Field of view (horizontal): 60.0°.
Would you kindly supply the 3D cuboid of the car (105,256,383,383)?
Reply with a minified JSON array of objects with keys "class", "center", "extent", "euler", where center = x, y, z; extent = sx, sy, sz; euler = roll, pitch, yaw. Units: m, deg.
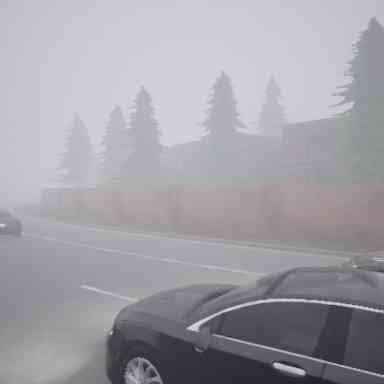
[{"class":"car","center":[1.252,1.503,3.103],"extent":[4.892,1.490,1.837],"euler":[0,0,36]}]

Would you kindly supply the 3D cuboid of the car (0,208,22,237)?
[{"class":"car","center":[-10.339,1.523,16.935],"extent":[4.181,1.385,1.994],"euler":[0,0,43]}]

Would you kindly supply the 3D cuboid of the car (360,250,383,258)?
[{"class":"car","center":[4.567,1.353,5.036],"extent":[4.553,1.767,2.097],"euler":[0,0,36]}]
